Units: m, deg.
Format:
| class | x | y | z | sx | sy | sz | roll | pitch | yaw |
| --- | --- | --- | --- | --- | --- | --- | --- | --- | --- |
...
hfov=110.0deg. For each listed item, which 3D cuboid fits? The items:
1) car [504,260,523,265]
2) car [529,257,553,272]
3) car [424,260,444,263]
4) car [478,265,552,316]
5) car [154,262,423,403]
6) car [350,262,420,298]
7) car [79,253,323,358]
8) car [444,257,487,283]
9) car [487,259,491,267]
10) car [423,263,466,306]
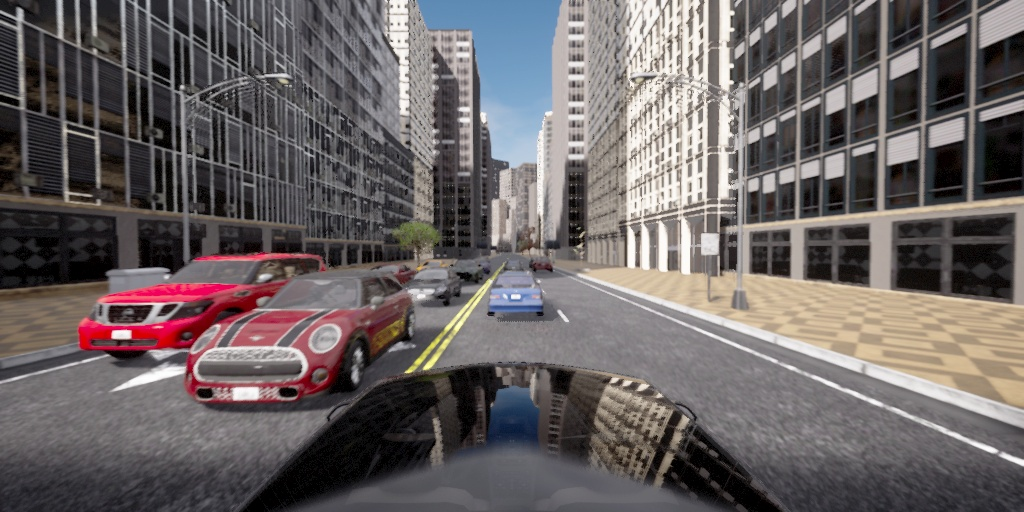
| class | x | y | z | sx | sy | sz | roll | pitch | yaw |
| --- | --- | --- | --- | --- | --- | --- | --- | --- | --- |
| car | 0.150 | 1.090 | 35.837 | 1.994 | 1.385 | 4.181 | 0 | 0 | 0 |
| car | 3.302 | 0.840 | 39.632 | 2.097 | 1.767 | 4.553 | 0 | 0 | 0 |
| car | -6.464 | 1.072 | 29.665 | 1.882 | 1.535 | 5.008 | 0 | 0 | 0 |
| car | 0.114 | 1.230 | 13.076 | 2.033 | 1.411 | 5.357 | 0 | 0 | 0 |
| car | -3.311 | 1.090 | 6.660 | 2.097 | 1.767 | 4.553 | 0 | 0 | -1 |
| car | -6.538 | 1.144 | 19.163 | 1.882 | 1.535 | 5.008 | 0 | 0 | 1 |
| car | -6.584 | 0.957 | 8.817 | 2.150 | 2.045 | 5.566 | 0 | 0 | 0 |
| car | -3.225 | 0.962 | 25.608 | 2.097 | 1.767 | 4.553 | 0 | 0 | 0 |
| car | -3.204 | 0.892 | 35.779 | 2.097 | 1.767 | 4.553 | 0 | 0 | 0 |
| car | -3.314 | 1.205 | 15.505 | 1.812 | 1.442 | 4.674 | 0 | 0 | 0 |
